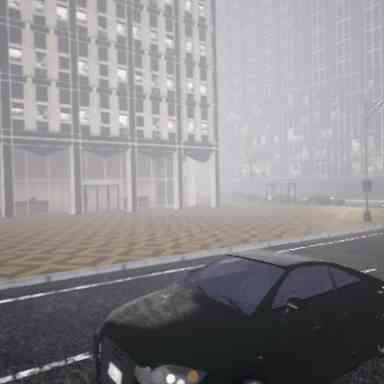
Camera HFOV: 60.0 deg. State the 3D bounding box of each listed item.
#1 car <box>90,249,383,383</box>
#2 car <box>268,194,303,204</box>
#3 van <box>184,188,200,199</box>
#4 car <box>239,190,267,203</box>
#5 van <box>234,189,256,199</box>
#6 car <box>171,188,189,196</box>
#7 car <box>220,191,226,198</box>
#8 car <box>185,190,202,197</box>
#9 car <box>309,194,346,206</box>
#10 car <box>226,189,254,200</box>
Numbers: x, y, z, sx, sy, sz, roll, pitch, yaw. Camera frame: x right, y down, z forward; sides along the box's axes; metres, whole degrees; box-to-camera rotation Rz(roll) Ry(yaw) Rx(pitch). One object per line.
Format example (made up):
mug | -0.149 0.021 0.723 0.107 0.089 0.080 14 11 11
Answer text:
car | 0.888 1.522 4.323 4.181 1.385 1.994 -1 1 -36
car | 12.499 0.908 43.440 1.802 1.307 4.206 -1 1 -34
van | -0.262 0.451 62.249 1.690 1.788 3.998 -1 1 -34
car | 9.334 0.838 48.161 1.947 1.339 4.313 -1 1 -34
van | 9.861 0.257 62.294 1.690 1.788 3.998 -1 1 -34
car | -2.991 0.012 81.047 2.192 1.841 5.009 -1 1 -34
car | 6.651 0.443 66.988 1.802 1.307 4.206 -1 1 -34
car | 0.225 0.334 76.364 1.802 1.307 4.206 -1 1 -34
car | 15.698 0.945 38.740 1.947 1.339 4.313 -1 1 -34
car | 8.321 0.493 54.325 2.097 1.767 4.553 -2 2 -34
